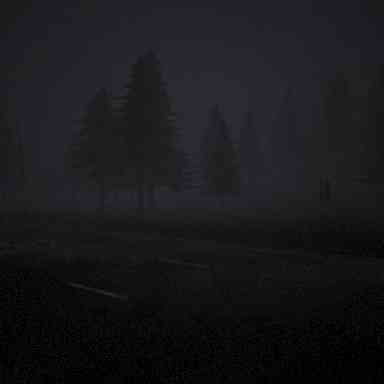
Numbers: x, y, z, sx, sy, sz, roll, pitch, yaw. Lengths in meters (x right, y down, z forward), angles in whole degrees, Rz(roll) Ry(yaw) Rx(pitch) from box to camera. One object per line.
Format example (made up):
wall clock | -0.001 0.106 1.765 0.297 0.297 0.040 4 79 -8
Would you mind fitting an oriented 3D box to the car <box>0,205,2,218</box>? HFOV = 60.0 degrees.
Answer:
car | -15.738 1.212 23.712 5.566 2.045 2.150 0 0 36
